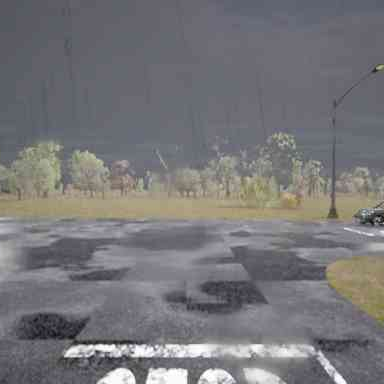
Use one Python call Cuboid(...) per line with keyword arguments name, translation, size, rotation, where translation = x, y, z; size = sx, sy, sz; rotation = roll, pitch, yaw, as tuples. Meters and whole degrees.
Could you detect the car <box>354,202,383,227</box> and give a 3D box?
Cuboid(name="car", translation=(14.063, 1.450, 23.585), size=(4.553, 1.767, 2.097), rotation=(1, 1, 0))
